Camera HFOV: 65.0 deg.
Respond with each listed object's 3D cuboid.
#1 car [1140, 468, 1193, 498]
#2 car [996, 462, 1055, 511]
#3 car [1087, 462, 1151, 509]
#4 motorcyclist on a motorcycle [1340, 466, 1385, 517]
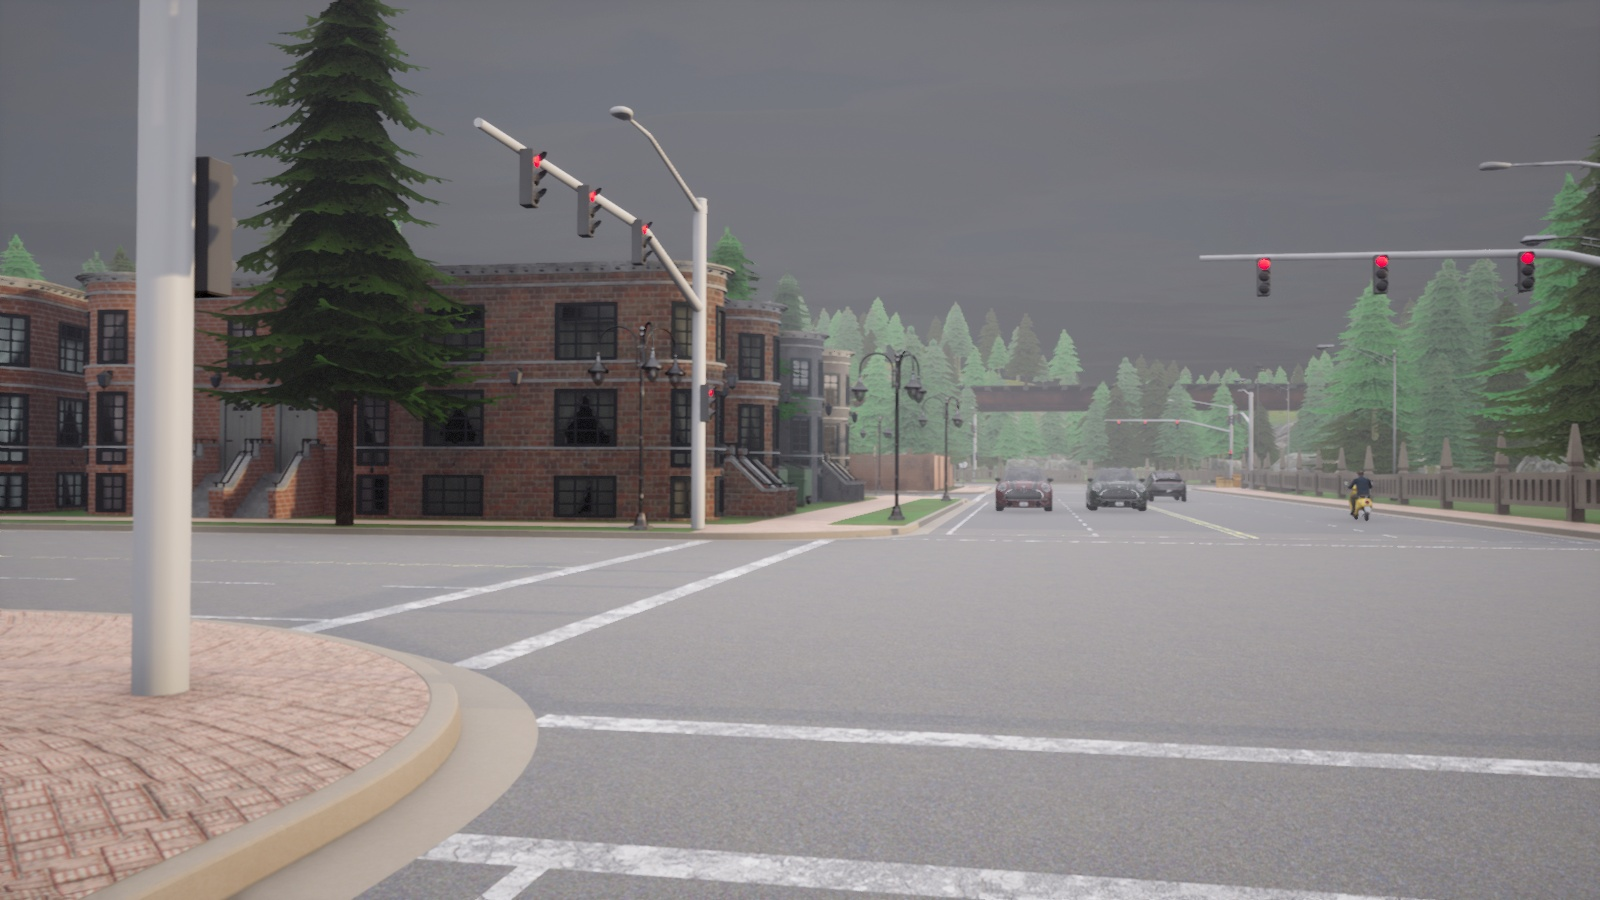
[{"bbox_3d":[18.732,1.660,64.391,2.128,1.511,4.902,0,-1,10],"label":"car"},{"bbox_3d":[8.625,1.353,48.013,2.097,1.767,4.553,0,-1,10],"label":"car"},{"bbox_3d":[12.337,1.353,48.856,2.097,1.767,4.553,0,-1,10],"label":"car"},{"bbox_3d":[17.796,1.295,39.778,0.866,1.590,1.817,0,-1,10],"label":"motorcyclist on a motorcycle"}]
